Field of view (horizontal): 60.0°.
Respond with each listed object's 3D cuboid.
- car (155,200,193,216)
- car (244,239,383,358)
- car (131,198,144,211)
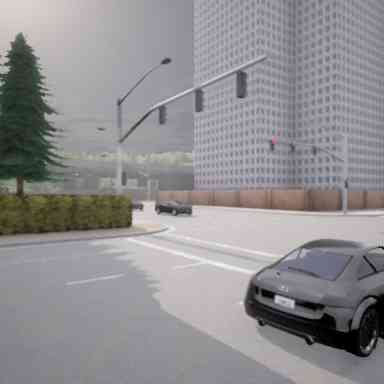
[{"bbox_3d":[-1.834,1.513,32.920,1.882,1.535,5.008,0,0,-35],"label":"car"},{"bbox_3d":[2.901,1.576,6.137,4.181,1.385,1.994,0,0,-39],"label":"car"},{"bbox_3d":[-7.677,1.514,41.253,1.882,1.535,5.008,0,0,-35],"label":"car"}]
